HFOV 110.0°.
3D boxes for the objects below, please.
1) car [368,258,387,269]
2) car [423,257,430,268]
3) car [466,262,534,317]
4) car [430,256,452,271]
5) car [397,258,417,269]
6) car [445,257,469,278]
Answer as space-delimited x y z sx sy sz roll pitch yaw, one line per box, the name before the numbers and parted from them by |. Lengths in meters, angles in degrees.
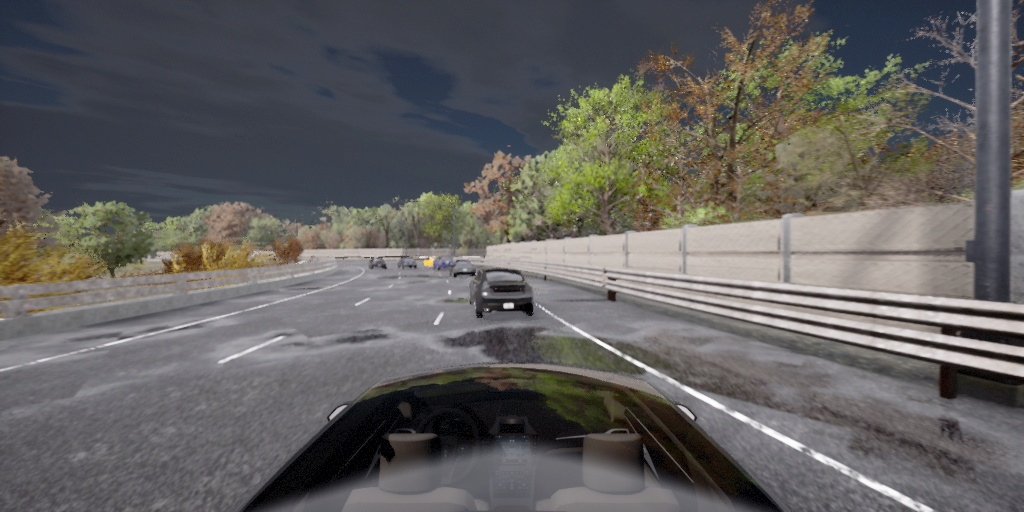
car | -17.214 0.937 45.904 1.812 1.442 4.674 0 1 -26
car | -10.600 0.840 48.417 1.882 1.535 5.008 0 1 -26
car | -0.501 1.157 12.749 1.837 1.490 4.892 0 1 -10
car | -8.010 0.761 42.276 2.097 1.767 4.553 0 1 -21
car | -13.597 0.940 46.472 2.033 1.411 5.357 0 1 -26
car | -4.280 1.062 30.696 1.994 1.385 4.181 0 0 -15
